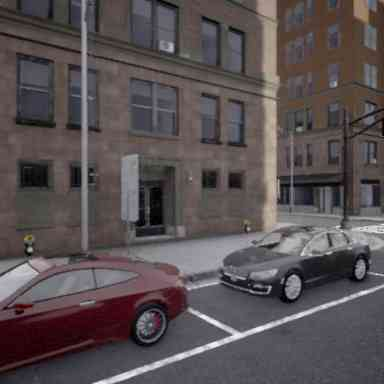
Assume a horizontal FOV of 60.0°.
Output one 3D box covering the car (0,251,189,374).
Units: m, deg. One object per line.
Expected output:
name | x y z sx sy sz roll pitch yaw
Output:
car | -1.991 1.579 4.767 4.206 1.307 1.802 0 0 -35

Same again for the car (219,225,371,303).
car | 2.636 1.528 8.064 4.403 1.369 2.008 0 0 -35
